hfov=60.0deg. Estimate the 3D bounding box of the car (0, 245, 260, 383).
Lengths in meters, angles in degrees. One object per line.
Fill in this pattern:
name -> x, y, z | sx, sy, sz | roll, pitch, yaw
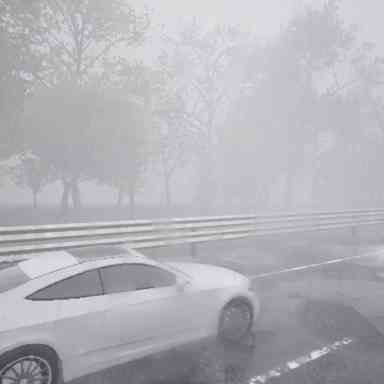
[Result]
car -> -1.118, 1.526, 4.778 | 4.674, 1.442, 1.812 | 0, 0, -34
